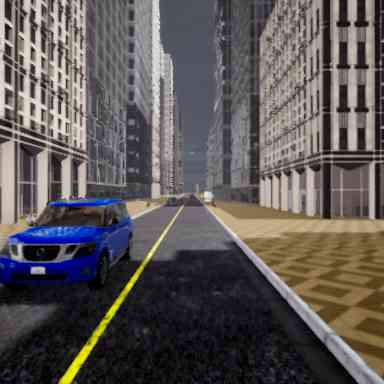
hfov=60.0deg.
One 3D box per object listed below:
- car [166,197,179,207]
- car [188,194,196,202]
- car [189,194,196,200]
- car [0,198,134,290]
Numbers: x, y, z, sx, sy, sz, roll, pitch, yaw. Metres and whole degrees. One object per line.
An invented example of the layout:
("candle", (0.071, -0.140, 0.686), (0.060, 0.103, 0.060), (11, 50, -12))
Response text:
("car", (-3.041, 1.522, 52.078), (1.837, 1.490, 4.892), (0, 0, 0))
("car", (0.033, 1.414, 74.341), (2.128, 1.511, 4.902), (0, 0, 0))
("car", (0.040, 1.339, 88.878), (1.837, 1.490, 4.892), (0, 0, 0))
("car", (-3.085, 1.225, 9.450), (2.150, 2.045, 5.566), (0, 0, 0))
